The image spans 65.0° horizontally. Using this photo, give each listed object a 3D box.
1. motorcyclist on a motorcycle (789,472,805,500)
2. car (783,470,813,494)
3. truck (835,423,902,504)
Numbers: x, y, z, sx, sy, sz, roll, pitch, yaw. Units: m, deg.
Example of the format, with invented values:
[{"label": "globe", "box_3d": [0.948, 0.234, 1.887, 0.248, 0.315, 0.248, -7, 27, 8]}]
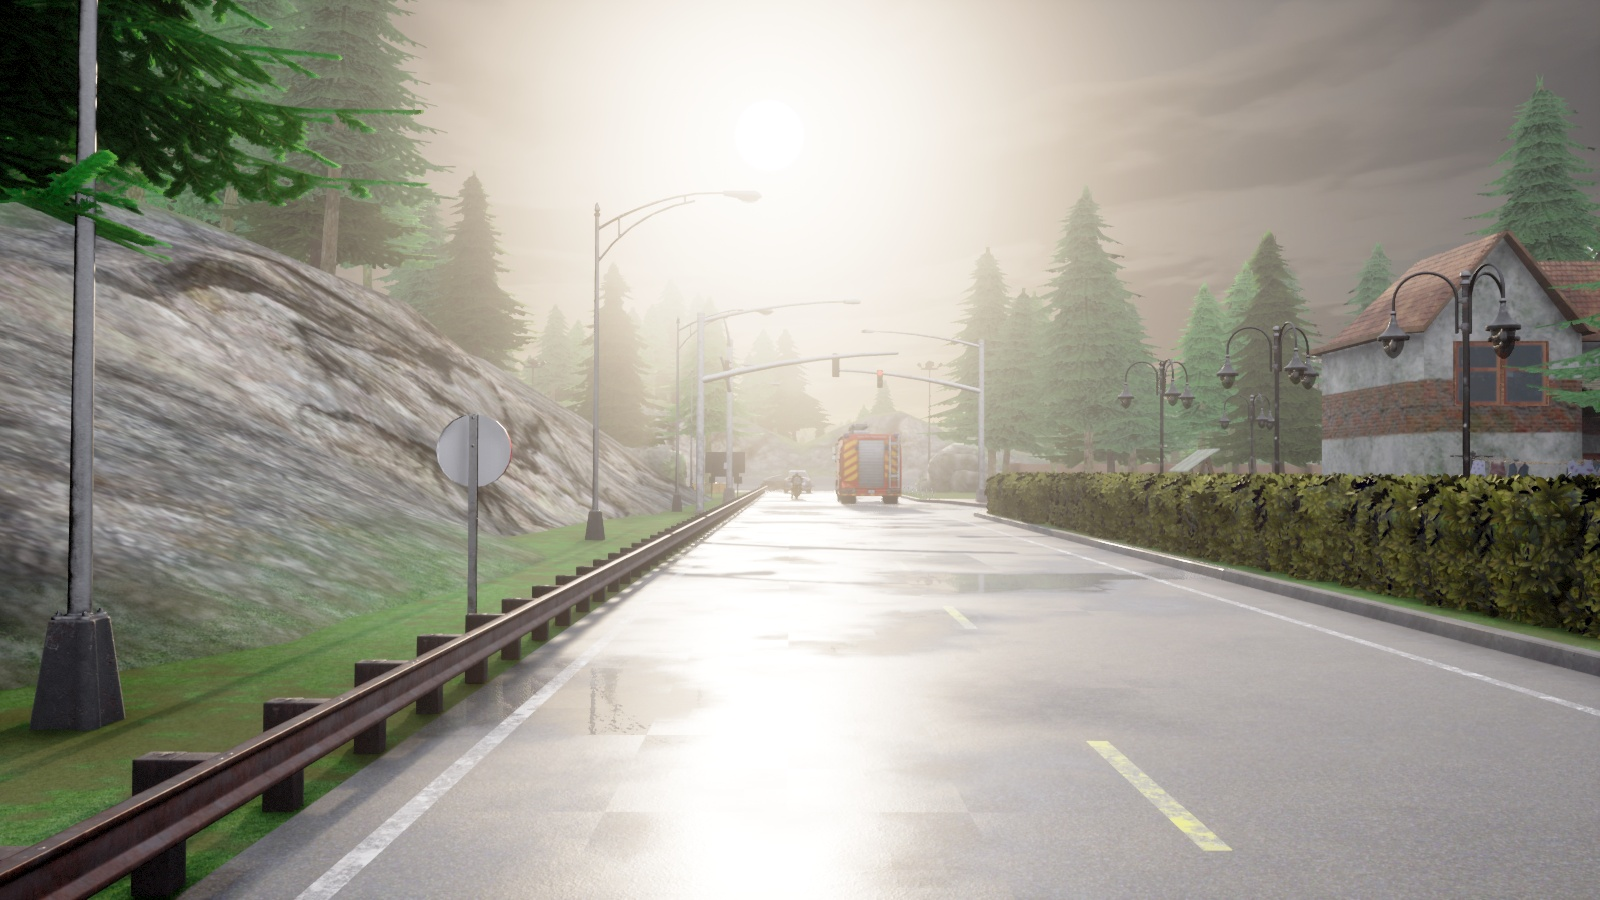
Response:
[{"label": "motorcyclist on a motorcycle", "box_3d": [-0.166, 2.027, 70.237, 0.866, 1.530, 2.191, 0, -1, 0]}, {"label": "car", "box_3d": [-0.167, 2.232, 88.895, 2.033, 1.649, 4.856, 0, -1, 0]}, {"label": "truck", "box_3d": [3.346, 0.702, 63.606, 2.891, 3.827, 8.468, 0, -1, 0]}]
